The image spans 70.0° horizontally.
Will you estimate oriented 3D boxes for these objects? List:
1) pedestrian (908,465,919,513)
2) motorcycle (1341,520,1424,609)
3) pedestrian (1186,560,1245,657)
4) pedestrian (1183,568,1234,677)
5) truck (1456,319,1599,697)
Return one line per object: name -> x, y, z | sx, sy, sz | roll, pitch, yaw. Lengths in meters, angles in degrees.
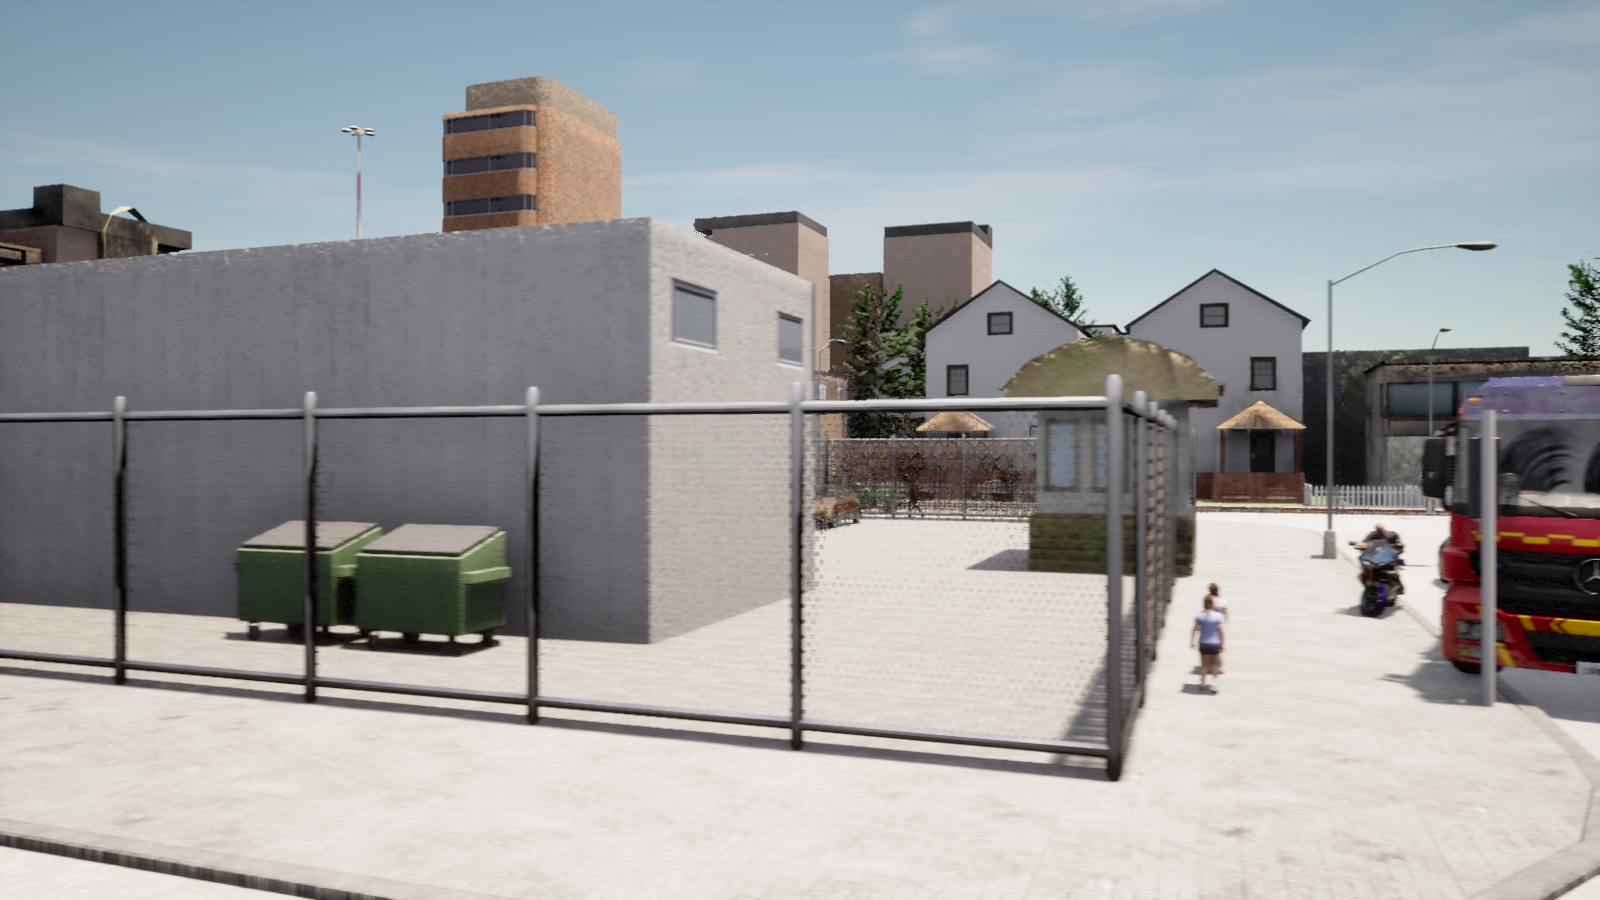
pedestrian -> 4.464, 1.524, 44.973 | 0.375, 1.860, 0.375 | 0, 0, 20
motorcycle -> 9.754, 1.872, 19.099 | 0.867, 1.251, 2.209 | 0, 0, 37
pedestrian -> 4.995, 1.894, 13.750 | 0.500, 1.100, 0.500 | 0, 0, -5
pedestrian -> 4.528, 1.896, 12.650 | 0.500, 1.100, 0.500 | 0, 0, 23
truck -> 10.722, 0.674, 14.902 | 2.891, 3.827, 8.468 | 1, -1, 35
